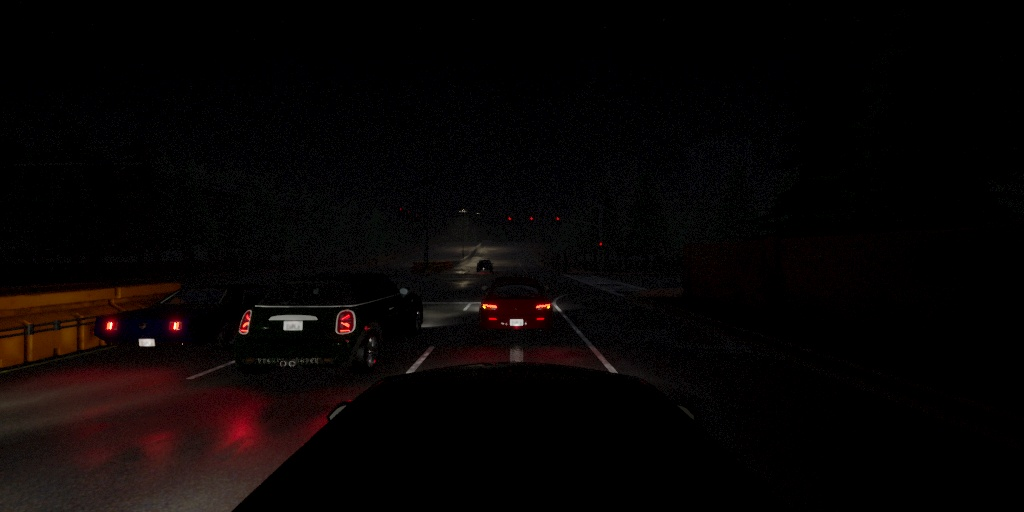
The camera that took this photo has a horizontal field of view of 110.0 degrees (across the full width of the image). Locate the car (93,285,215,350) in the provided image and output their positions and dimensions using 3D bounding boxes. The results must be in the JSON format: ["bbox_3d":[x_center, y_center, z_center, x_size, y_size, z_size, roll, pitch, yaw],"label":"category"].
[{"bbox_3d":[-6.900,1.351,9.004,1.895,1.301,4.718,0,0,0],"label":"car"}]

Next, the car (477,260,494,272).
[{"bbox_3d":[-3.403,1.255,45.458,1.837,1.490,4.892,0,0,0],"label":"car"}]

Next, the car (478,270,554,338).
[{"bbox_3d":[0.099,1.276,10.079,1.812,1.442,4.674,0,0,0],"label":"car"}]

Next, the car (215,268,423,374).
[{"bbox_3d":[-3.399,1.102,7.690,2.097,1.767,4.553,0,0,0],"label":"car"}]
